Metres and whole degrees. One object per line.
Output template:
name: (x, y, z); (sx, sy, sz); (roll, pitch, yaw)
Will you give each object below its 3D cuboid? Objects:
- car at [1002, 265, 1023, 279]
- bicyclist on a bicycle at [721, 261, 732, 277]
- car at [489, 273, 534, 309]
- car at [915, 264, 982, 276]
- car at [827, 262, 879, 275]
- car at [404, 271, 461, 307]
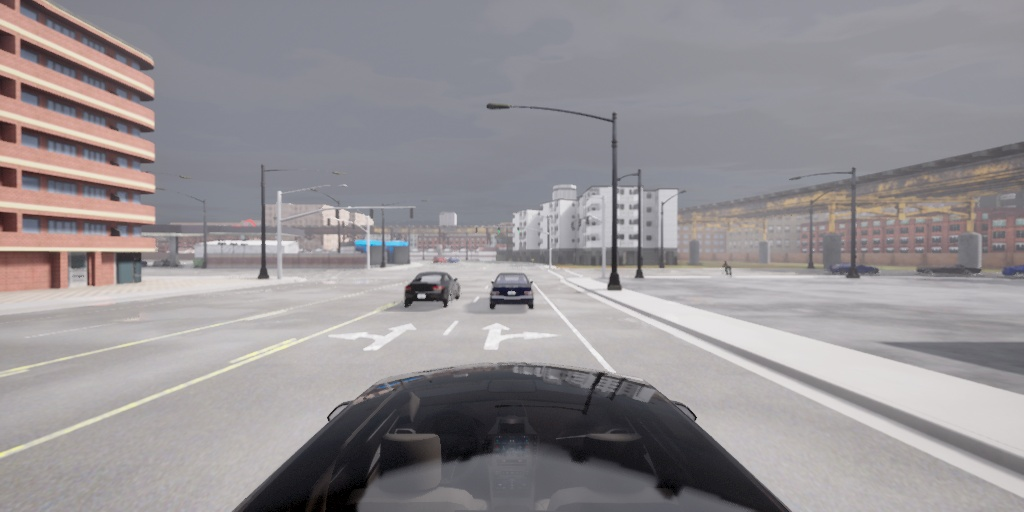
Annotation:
car: (51.591, 1.482, 34.672); (1.882, 1.535, 5.008); (0, 0, -37)
bicyclist on a bicycle: (21.320, 1.298, 35.631); (0.582, 1.620, 1.656); (0, 0, -1)
car: (-0.010, 1.433, 15.819); (2.033, 1.411, 5.357); (0, 0, 0)
car: (50.037, 1.551, 41.318); (4.718, 1.301, 1.895); (0, 1, 39)
car: (40.301, 1.467, 42.436); (4.674, 1.442, 1.812); (0, 0, 16)
car: (-3.506, 1.415, 16.219); (1.812, 1.442, 4.674); (0, 0, 0)
